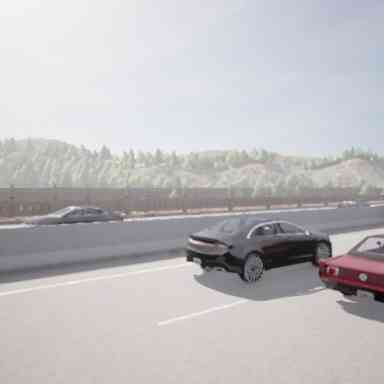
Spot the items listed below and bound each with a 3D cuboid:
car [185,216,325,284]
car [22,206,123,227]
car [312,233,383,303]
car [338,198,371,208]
[{"bbox_3d":[2.091,1.460,9.565,4.902,1.511,2.128,0,0,-36],"label":"car"},{"bbox_3d":[-5.940,1.470,16.976,4.902,1.511,2.128,0,0,-36],"label":"car"},{"bbox_3d":[4.929,1.565,7.294,4.718,1.301,1.895,0,0,-36],"label":"car"},{"bbox_3d":[19.775,1.428,40.494,4.718,1.301,1.895,0,0,-37],"label":"car"}]
